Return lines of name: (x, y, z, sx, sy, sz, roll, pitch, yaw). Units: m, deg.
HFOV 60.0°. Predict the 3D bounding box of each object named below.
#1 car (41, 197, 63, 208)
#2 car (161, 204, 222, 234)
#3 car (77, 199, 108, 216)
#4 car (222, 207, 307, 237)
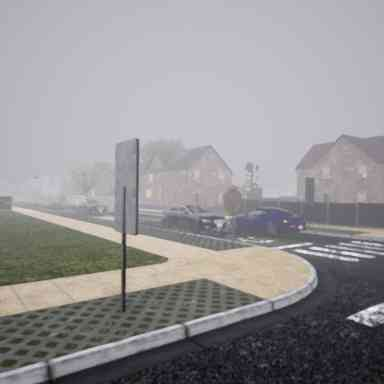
car: (-19.480, 1.412, 46.290, 1.895, 1.301, 4.718, 1, -1, -36)
car: (0.008, 1.472, 19.234, 2.128, 1.511, 4.902, 1, 0, -36)
car: (-9.908, 1.469, 32.926, 2.128, 1.511, 4.902, 1, 0, -36)
car: (3.976, 1.540, 18.033, 1.812, 1.442, 4.674, 0, 0, -35)
